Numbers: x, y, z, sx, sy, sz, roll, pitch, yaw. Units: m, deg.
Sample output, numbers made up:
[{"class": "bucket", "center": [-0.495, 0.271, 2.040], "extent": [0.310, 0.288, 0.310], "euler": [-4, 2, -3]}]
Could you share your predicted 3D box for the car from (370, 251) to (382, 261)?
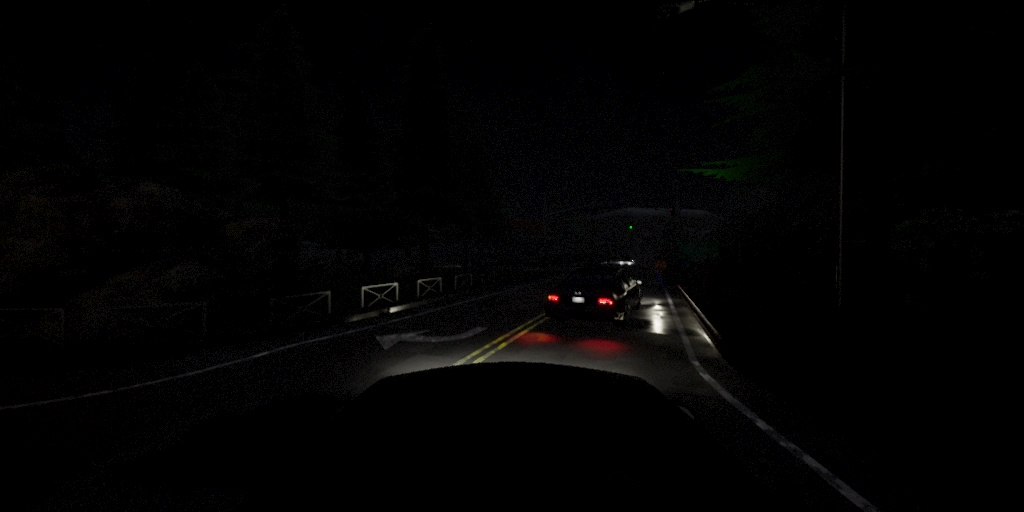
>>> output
[{"class": "car", "center": [-21.148, 0.262, 56.040], "extent": [5.566, 2.045, 2.150], "euler": [0, 1, 25]}]

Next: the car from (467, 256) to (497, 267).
[{"class": "car", "center": [-4.121, 0.745, 49.063], "extent": [4.181, 1.385, 1.994], "euler": [1, 1, 21]}]

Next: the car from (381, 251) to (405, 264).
[{"class": "car", "center": [-15.141, 0.489, 49.483], "extent": [4.553, 1.767, 2.097], "euler": [0, 1, 23]}]

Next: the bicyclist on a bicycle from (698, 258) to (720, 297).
[{"class": "bicyclist on a bicycle", "center": [8.301, 0.898, 15.070], "extent": [1.656, 1.620, 0.582], "euler": [-1, 1, -33]}]

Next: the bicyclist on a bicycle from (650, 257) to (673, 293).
[{"class": "bicyclist on a bicycle", "center": [6.897, 0.874, 16.495], "extent": [1.656, 1.620, 0.582], "euler": [0, 1, -30]}]

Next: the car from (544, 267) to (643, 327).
[{"class": "car", "center": [2.590, 1.021, 10.414], "extent": [2.033, 1.411, 5.357], "euler": [1, 1, 26]}]
